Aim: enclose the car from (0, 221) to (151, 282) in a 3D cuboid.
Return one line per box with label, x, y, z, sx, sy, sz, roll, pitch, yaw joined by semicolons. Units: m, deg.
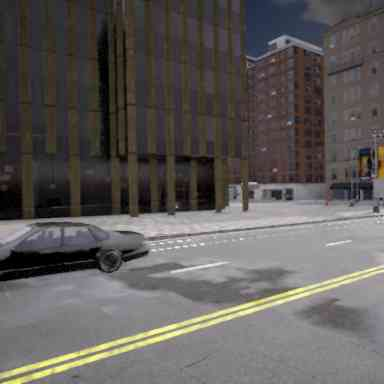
car;-3.802;1.530;8.958;5.357;1.411;2.033;-1;0;-36
